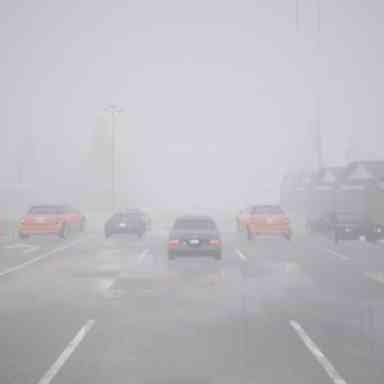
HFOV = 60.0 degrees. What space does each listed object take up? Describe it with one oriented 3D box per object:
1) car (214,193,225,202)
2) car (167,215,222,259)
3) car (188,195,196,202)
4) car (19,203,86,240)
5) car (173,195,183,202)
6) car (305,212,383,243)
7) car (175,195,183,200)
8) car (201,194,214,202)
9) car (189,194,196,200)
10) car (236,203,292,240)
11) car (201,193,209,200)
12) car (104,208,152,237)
[{"bbox_3d":[7.020,1.635,81.307,1.994,1.385,4.181,0,0,0],"label":"car"},{"bbox_3d":[0.087,1.561,12.581,2.033,1.411,5.357,0,0,0],"label":"car"},{"bbox_3d":[0.019,1.611,79.832,2.033,1.411,5.357,0,0,0],"label":"car"},{"bbox_3d":[-7.083,1.370,17.382,2.097,1.767,4.553,0,0,-3],"label":"car"},{"bbox_3d":[-3.481,1.611,79.833,2.033,1.411,5.357,0,0,0],"label":"car"},{"bbox_3d":[7.095,1.617,16.048,1.895,1.301,4.718,0,0,0],"label":"car"},{"bbox_3d":[-3.478,1.466,90.252,1.812,1.442,4.674,0,0,0],"label":"car"},{"bbox_3d":[3.519,1.428,80.217,2.097,1.767,4.553,0,0,0],"label":"car"},{"bbox_3d":[0.022,1.419,90.251,1.882,1.535,5.008,0,0,0],"label":"car"},{"bbox_3d":[3.596,1.370,17.392,2.097,1.767,4.553,0,0,0],"label":"car"},{"bbox_3d":[3.522,1.297,90.221,2.097,1.767,4.553,0,0,0],"label":"car"},{"bbox_3d":[-3.403,1.583,18.281,1.994,1.385,4.181,0,0,0],"label":"car"}]
